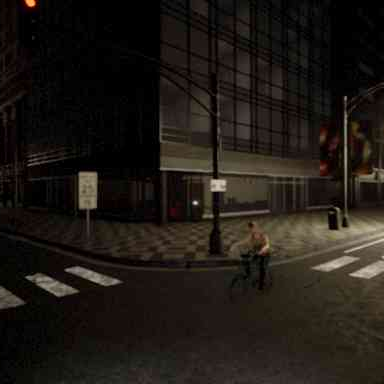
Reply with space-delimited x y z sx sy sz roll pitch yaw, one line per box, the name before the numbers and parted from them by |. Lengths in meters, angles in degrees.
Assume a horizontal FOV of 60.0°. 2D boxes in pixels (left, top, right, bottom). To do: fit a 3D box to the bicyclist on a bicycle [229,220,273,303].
bicyclist on a bicycle | 1.265 1.406 6.980 1.509 1.612 0.866 -1 0 -44
